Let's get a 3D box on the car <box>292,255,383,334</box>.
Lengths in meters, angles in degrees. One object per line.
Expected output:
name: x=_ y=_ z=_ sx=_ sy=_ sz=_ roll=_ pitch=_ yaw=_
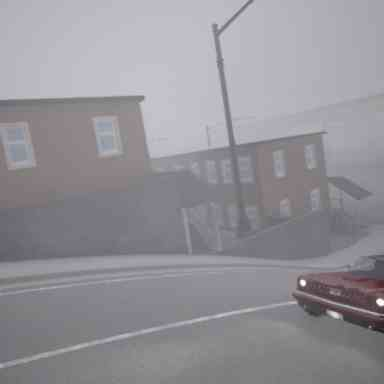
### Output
car: x=4.288 y=2.068 z=7.104 sx=4.718 sy=1.301 sz=1.895 roll=8 pitch=-5 yaw=-36
